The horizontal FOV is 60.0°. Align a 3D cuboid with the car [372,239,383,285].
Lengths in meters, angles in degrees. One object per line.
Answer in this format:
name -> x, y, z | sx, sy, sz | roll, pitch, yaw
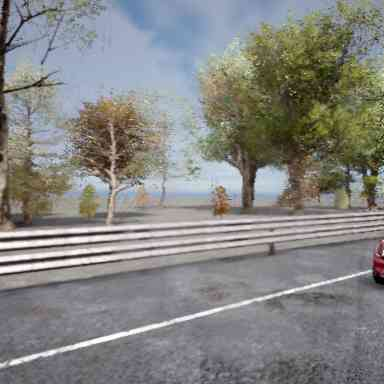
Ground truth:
car -> 6.579, 1.417, 8.358 | 4.553, 1.767, 2.097 | 1, 0, -35
